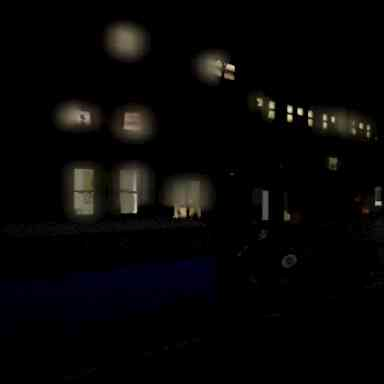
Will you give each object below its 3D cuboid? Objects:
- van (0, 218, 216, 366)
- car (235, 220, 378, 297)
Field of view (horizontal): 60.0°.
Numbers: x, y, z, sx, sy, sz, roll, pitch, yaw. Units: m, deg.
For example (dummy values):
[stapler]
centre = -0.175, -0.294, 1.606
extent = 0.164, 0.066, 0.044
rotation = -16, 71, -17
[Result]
[van]
centre = -1.467, 1.359, 5.514
extent = 3.998, 1.788, 1.690
rotation = 1, -1, -35
[car]
centre = 3.033, 1.510, 8.716
extent = 4.097, 1.590, 1.967
rotation = 1, -1, -35
